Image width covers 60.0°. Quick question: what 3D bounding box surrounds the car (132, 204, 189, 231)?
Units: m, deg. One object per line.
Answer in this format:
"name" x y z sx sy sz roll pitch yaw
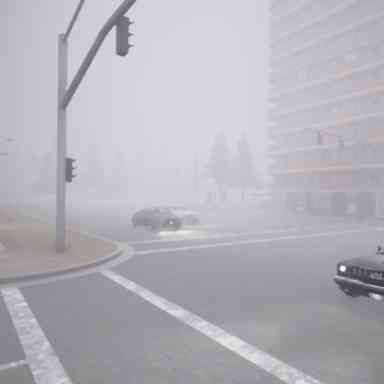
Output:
"car" -2.392 1.719 22.130 1.994 1.385 4.181 1 -1 -35

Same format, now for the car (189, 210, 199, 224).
"car" -1.326 1.730 26.727 1.812 1.442 4.674 1 -1 -35

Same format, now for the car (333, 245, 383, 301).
"car" 5.325 1.716 7.623 4.718 1.301 1.895 1 -1 -35
